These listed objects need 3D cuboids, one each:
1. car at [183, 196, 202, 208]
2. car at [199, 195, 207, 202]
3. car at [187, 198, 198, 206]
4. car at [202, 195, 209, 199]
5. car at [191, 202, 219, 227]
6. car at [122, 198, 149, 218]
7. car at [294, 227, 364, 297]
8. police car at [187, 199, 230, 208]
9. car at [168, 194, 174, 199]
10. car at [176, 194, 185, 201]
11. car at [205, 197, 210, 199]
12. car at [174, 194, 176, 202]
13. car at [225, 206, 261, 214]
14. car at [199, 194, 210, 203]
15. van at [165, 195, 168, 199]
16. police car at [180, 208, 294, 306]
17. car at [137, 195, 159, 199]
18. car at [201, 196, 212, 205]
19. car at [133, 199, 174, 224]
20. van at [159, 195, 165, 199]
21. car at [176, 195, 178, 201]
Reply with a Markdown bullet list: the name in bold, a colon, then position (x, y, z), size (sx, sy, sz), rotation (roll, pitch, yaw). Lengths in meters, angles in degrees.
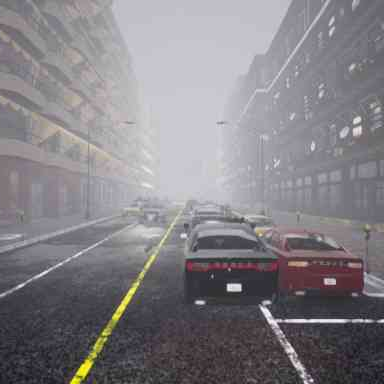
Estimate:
- **car**: position (0.101, 1.578, 45.588), size (1.837, 1.490, 4.892), rotation (0, 0, 0)
- **car**: position (2.726, 1.667, 85.905), size (1.967, 1.590, 4.097), rotation (1, 0, 0)
- **car**: position (0.122, 1.719, 59.726), size (1.895, 1.301, 4.718), rotation (0, 0, 0)
- **car**: position (2.691, 1.639, 52.718), size (1.887, 1.381, 4.507), rotation (1, 0, 0)
- **car**: position (0.874, 1.553, 24.148), size (1.812, 1.442, 4.674), rotation (0, 0, 0)
- **car**: position (-5.233, 1.565, 30.504), size (1.752, 1.417, 4.829), rotation (2, 0, 0)
- **car**: position (2.602, 1.551, 8.472), size (1.887, 1.381, 4.507), rotation (1, 0, 0)
- **police car**: position (0.862, 1.442, 18.255), size (1.930, 1.638, 5.238), rotation (0, 0, 0)
- **car**: position (-5.161, 1.449, 63.857), size (2.192, 1.841, 5.009), rotation (1, 0, 0)
- **car**: position (-2.568, 1.595, 89.464), size (2.097, 1.767, 4.553), rotation (0, 0, 0)
- **car**: position (2.657, 1.601, 36.126), size (2.008, 1.369, 4.403), rotation (1, 0, 0)
- **car**: position (-5.150, 1.470, 69.387), size (2.192, 1.841, 5.009), rotation (1, 0, 0)
- **car**: position (2.614, 1.537, 14.174), size (1.752, 1.417, 4.829), rotation (1, 0, 0)
- **car**: position (2.707, 1.491, 74.842), size (2.192, 1.841, 5.009), rotation (1, 0, 0)
- **van**: position (-5.184, 1.436, 52.796), size (1.690, 1.788, 3.998), rotation (1, 0, 0)
- **police car**: position (0.729, 1.430, 8.254), size (1.930, 1.638, 5.238), rotation (0, 0, 0)
- **car**: position (-5.216, 1.366, 36.206), size (2.192, 1.841, 5.009), rotation (2, 0, 0)
- **car**: position (2.724, 1.573, 63.780), size (1.967, 1.590, 4.097), rotation (1, 0, 0)
- **car**: position (-2.798, 1.520, 25.034), size (2.128, 1.511, 4.902), rotation (0, 0, 0)
- **van**: position (-5.195, 1.419, 47.264), size (1.690, 1.788, 3.998), rotation (2, 0, 0)
- **car**: position (-5.134, 1.767, 80.448), size (1.947, 1.339, 4.313), rotation (1, 0, 0)
